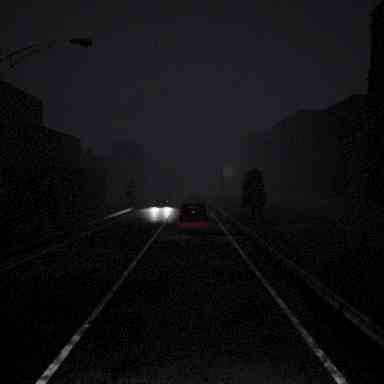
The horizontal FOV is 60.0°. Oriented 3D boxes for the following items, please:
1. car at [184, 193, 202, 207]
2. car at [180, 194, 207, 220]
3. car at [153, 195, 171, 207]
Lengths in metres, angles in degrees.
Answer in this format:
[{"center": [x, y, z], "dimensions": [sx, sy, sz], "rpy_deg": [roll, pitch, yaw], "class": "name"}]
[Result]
[{"center": [0.064, 0.960, 41.696], "dimensions": [2.128, 1.511, 4.902], "rpy_deg": [0, 1, 0], "class": "car"}, {"center": [0.097, 1.175, 24.877], "dimensions": [1.882, 1.535, 5.008], "rpy_deg": [0, 1, 0], "class": "car"}, {"center": [-3.566, 1.088, 40.225], "dimensions": [1.895, 1.301, 4.718], "rpy_deg": [0, 1, 0], "class": "car"}]
